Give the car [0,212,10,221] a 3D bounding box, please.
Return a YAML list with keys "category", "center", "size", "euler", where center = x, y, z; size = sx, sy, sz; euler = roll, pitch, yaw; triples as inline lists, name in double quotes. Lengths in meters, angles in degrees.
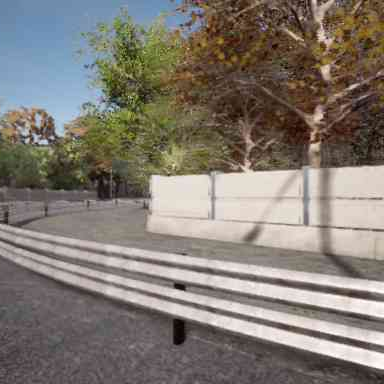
- category: "car"
  center: [-15.880, 1.752, 25.986]
  size: [1.994, 1.385, 4.181]
  euler: [0, 0, -10]
